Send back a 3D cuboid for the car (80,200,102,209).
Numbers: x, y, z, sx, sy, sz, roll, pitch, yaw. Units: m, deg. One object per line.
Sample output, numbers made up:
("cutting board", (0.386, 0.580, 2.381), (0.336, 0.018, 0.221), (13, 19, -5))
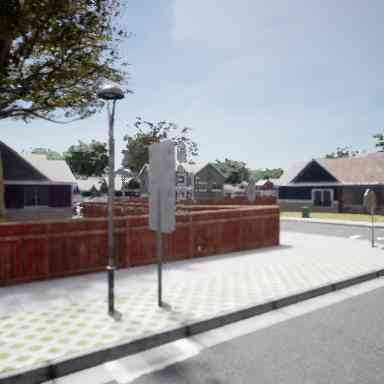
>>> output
("car", (-15.014, 1.895, 49.424), (1.895, 1.301, 4.718), (0, 0, -36))
